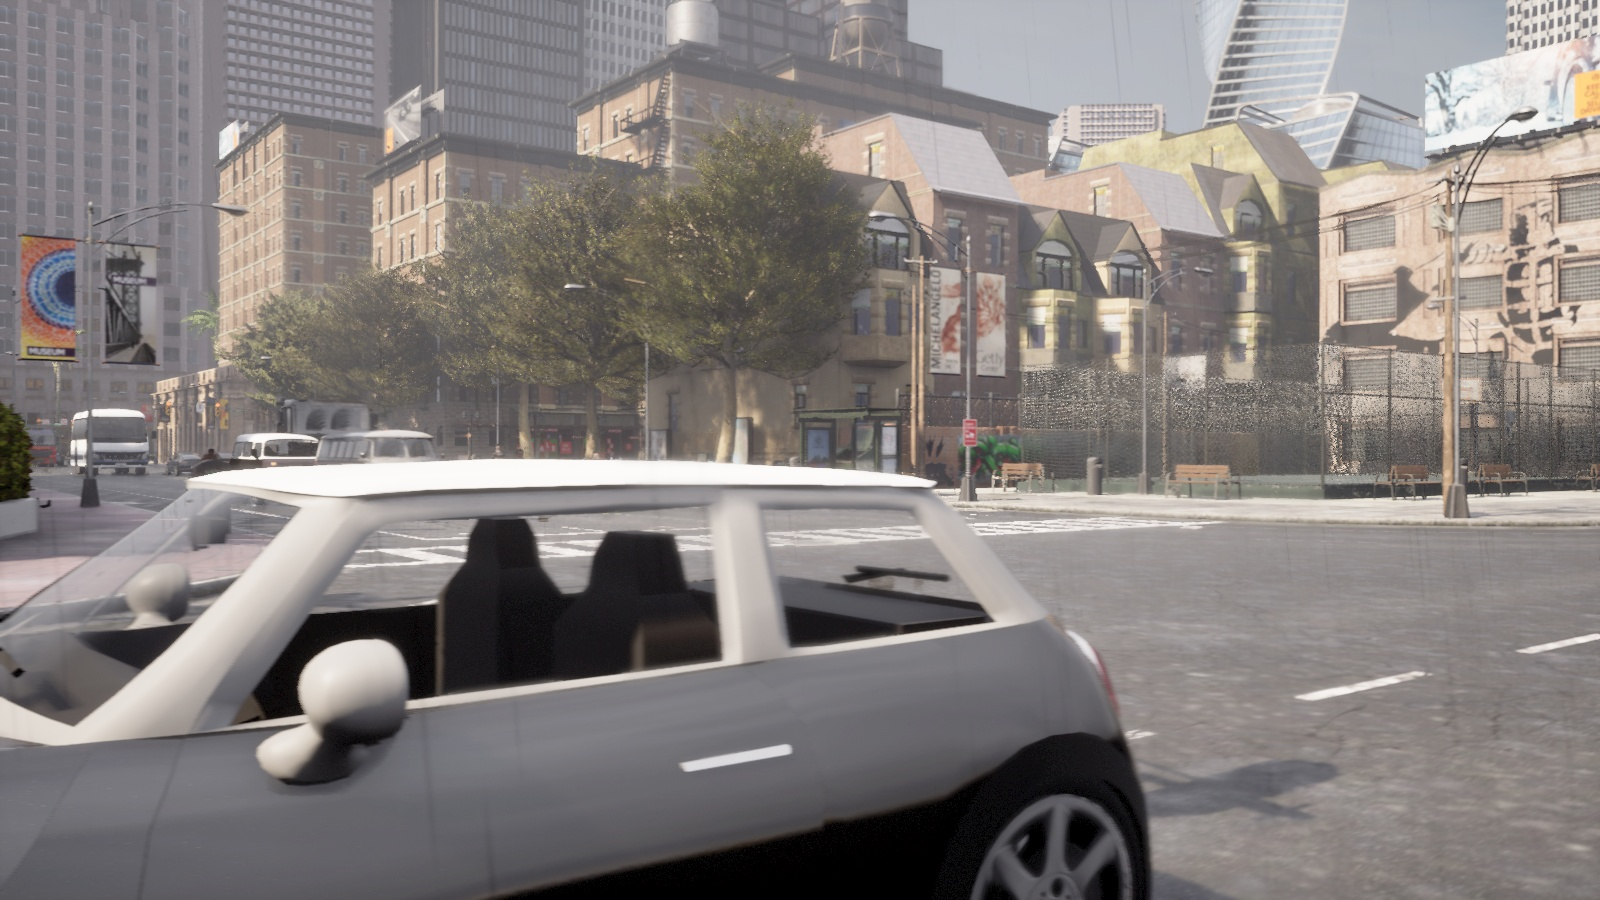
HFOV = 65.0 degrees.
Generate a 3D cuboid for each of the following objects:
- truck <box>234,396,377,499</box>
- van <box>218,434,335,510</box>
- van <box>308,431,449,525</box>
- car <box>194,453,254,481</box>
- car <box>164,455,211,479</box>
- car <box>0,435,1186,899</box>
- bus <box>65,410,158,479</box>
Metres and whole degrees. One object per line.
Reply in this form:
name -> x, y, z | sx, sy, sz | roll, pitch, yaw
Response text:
truck -> -18.335, -0.077, 46.202 | 2.891, 3.462, 7.936 | 0, 0, -37
van -> -15.043, 0.594, 35.947 | 2.069, 2.038, 4.480 | 0, 0, -37
van -> -9.777, 0.594, 28.891 | 1.775, 1.987, 4.442 | 0, 0, -37
car -> -32.737, 0.957, 71.340 | 2.128, 1.511, 4.902 | 0, 0, -37
car -> -38.742, 1.061, 79.381 | 1.812, 1.442, 4.674 | 0, 0, -37
car -> -1.139, 0.720, 2.860 | 3.806, 1.475, 1.970 | 0, 0, -36
bus -> -45.038, -0.321, 81.962 | 3.944, 4.253, 10.273 | 0, 0, -37
